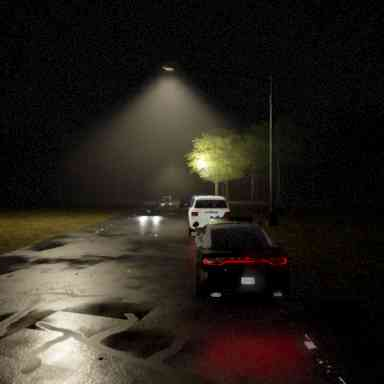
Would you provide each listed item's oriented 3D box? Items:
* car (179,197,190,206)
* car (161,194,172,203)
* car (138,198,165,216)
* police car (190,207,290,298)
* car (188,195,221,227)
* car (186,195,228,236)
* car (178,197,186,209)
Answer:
[{"bbox_3d":[-1.320,1.623,59.870,1.837,1.490,4.892,-1,0,-3],"label":"car"},{"bbox_3d":[-5.516,1.402,73.225,2.150,2.045,5.566,0,0,-4],"label":"car"},{"bbox_3d":[-4.025,1.610,32.558,1.994,1.385,4.181,0,0,-1],"label":"car"},{"bbox_3d":[1.009,1.428,8.696,1.930,1.638,5.238,0,0,0],"label":"police car"},{"bbox_3d":[0.809,1.249,24.651,2.150,2.045,5.566,0,0,-1],"label":"car"},{"bbox_3d":[0.903,1.244,18.642,2.150,2.045,5.566,0,0,-1],"label":"car"},{"bbox_3d":[-0.782,1.642,46.168,1.994,1.385,4.181,0,0,-1],"label":"car"}]
